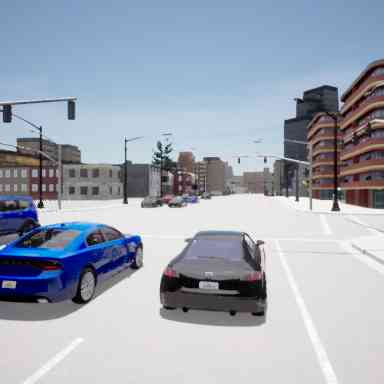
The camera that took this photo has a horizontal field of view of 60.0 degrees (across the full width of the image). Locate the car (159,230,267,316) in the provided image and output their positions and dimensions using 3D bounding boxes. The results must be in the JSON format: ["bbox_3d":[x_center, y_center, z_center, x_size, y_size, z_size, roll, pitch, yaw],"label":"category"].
[{"bbox_3d":[0.690,1.564,7.643,1.994,1.385,4.181,0,0,12],"label":"car"}]

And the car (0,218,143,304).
[{"bbox_3d":[-2.747,1.477,8.289,1.882,1.535,5.008,0,0,11],"label":"car"}]

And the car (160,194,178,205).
[{"bbox_3d":[-3.793,1.224,55.481,1.882,1.535,5.008,0,1,11],"label":"car"}]

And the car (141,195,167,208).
[{"bbox_3d":[-5.555,1.228,46.515,2.097,1.767,4.553,0,1,11],"label":"car"}]

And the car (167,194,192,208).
[{"bbox_3d":[-1.919,1.408,46.892,2.033,1.411,5.357,0,1,11],"label":"car"}]

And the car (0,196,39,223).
[{"bbox_3d":[-8.918,1.221,14.146,2.150,2.045,5.566,0,0,11],"label":"car"}]

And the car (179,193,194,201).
[{"bbox_3d":[-1.121,1.055,68.893,2.033,1.411,5.357,0,1,11],"label":"car"}]

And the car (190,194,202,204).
[{"bbox_3d":[0.059,1.235,57.022,1.812,1.442,4.674,0,1,12],"label":"car"}]

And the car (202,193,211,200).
[{"bbox_3d":[3.049,0.940,71.977,1.837,1.490,4.892,0,1,11],"label":"car"}]
